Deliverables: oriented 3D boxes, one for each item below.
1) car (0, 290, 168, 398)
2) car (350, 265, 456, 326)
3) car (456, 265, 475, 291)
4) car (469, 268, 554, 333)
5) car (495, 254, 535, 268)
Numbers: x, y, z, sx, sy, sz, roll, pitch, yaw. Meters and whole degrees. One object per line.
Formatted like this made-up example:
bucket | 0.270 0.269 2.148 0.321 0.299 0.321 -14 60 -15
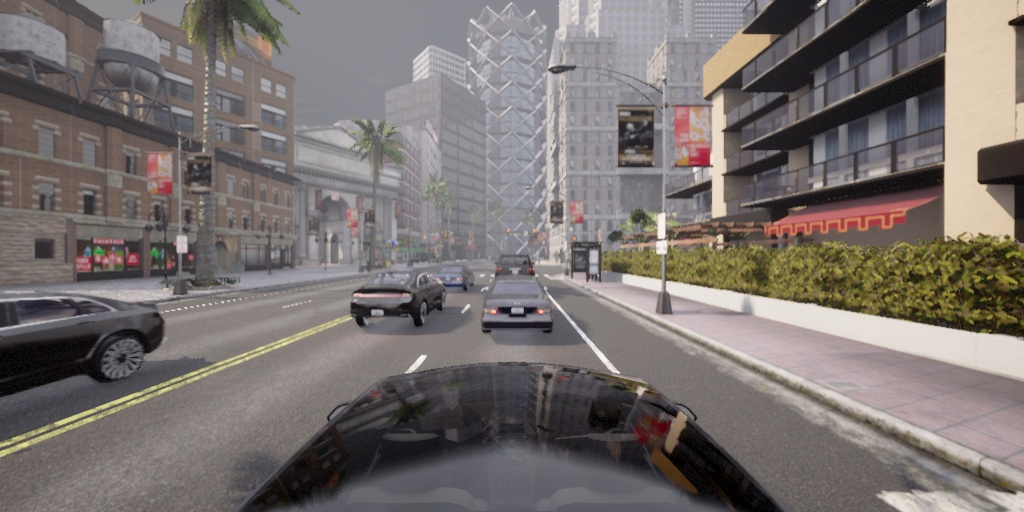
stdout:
car | -7.096 1.232 4.313 2.128 1.511 4.902 0 0 0
car | -3.362 1.206 11.431 2.128 1.511 4.902 0 0 0
car | -3.332 1.227 21.183 2.033 1.411 5.357 0 0 0
car | 0.129 1.265 10.578 2.033 1.411 5.357 0 0 0
car | 0.166 0.902 20.828 2.150 2.045 5.566 0 0 0
